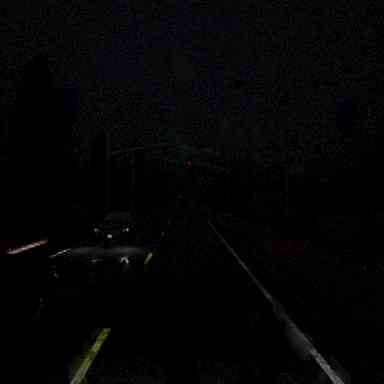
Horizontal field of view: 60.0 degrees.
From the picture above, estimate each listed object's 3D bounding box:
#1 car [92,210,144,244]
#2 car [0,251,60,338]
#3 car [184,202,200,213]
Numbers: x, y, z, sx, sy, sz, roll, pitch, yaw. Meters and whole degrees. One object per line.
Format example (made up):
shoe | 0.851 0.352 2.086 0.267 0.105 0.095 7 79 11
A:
car | -3.591 1.677 16.870 1.812 1.442 4.674 0 0 0
car | -3.606 1.589 4.478 2.033 1.411 5.357 0 -1 0
car | -0.023 1.918 42.034 2.033 1.411 5.357 0 -1 0
